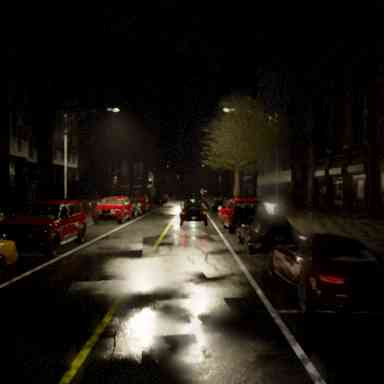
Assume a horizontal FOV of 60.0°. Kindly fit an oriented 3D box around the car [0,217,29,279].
[{"bbox_3d":[-5.666,1.508,7.200,1.752,1.417,4.829,0,0,0],"label":"car"}]

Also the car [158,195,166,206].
[{"bbox_3d":[-5.649,1.508,52.481,1.947,1.339,4.313,0,0,0],"label":"car"}]

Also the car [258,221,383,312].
[{"bbox_3d":[2.859,1.564,7.357,1.802,1.307,4.206,0,0,0],"label":"car"}]

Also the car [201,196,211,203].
[{"bbox_3d":[2.883,1.514,69.391,1.947,1.339,4.313,0,0,0],"label":"car"}]

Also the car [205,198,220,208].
[{"bbox_3d":[2.874,1.525,46.833,1.802,1.307,4.206,0,0,0],"label":"car"}]

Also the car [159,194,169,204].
[{"bbox_3d":[-5.647,1.508,58.118,1.947,1.339,4.313,0,0,0],"label":"car"}]

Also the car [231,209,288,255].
[{"bbox_3d":[2.861,1.540,12.995,1.947,1.339,4.313,0,0,0],"label":"car"}]

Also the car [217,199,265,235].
[{"bbox_3d":[2.863,1.283,18.635,2.192,1.841,5.009,0,0,0],"label":"car"}]

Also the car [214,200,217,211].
[{"bbox_3d":[2.866,1.507,24.275,1.887,1.381,4.507,0,0,0],"label":"car"}]

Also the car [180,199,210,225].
[{"bbox_3d":[0.110,1.489,23.432,1.812,1.442,4.674,0,0,0],"label":"car"}]

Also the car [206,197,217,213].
[{"bbox_3d":[2.870,1.517,35.553,1.947,1.339,4.313,0,0,0],"label":"car"}]

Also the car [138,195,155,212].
[{"bbox_3d":[-5.655,1.266,35.563,2.192,1.841,5.009,0,0,0],"label":"car"}]

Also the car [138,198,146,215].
[{"bbox_3d":[-5.657,1.522,29.926,1.947,1.339,4.313,0,0,0],"label":"car"}]

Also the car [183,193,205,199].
[{"bbox_3d":[0.116,1.169,40.873,2.150,2.045,5.566,0,0,0],"label":"car"}]

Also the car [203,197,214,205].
[{"bbox_3d":[2.879,1.525,58.112,1.802,1.307,4.206,0,0,0],"label":"car"}]

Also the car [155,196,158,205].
[{"bbox_3d":[-5.653,1.491,41.203,1.887,1.381,4.507,0,0,0],"label":"car"}]

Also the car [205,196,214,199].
[{"bbox_3d":[2.872,1.472,41.364,1.752,1.417,4.829,0,0,0],"label":"car"}]

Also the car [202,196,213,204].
[{"bbox_3d":[2.881,1.510,63.751,1.947,1.339,4.313,0,0,0],"label":"car"}]

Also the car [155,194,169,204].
[{"bbox_3d":[-5.645,1.259,63.757,2.192,1.841,5.009,0,0,0],"label":"car"}]

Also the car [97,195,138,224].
[{"bbox_3d":[-5.660,1.277,24.286,2.192,1.841,5.009,0,0,0],"label":"car"}]

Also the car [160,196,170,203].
[{"bbox_3d":[-5.642,1.530,69.396,1.802,1.307,4.206,0,0,0],"label":"car"}]

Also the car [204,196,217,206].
[{"bbox_3d":[2.876,1.382,52.473,1.967,1.590,4.097,0,0,0],"label":"car"}]

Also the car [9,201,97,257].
[{"bbox_3d":[-5.665,1.289,13.008,2.192,1.841,5.009,0,0,0],"label":"car"}]
